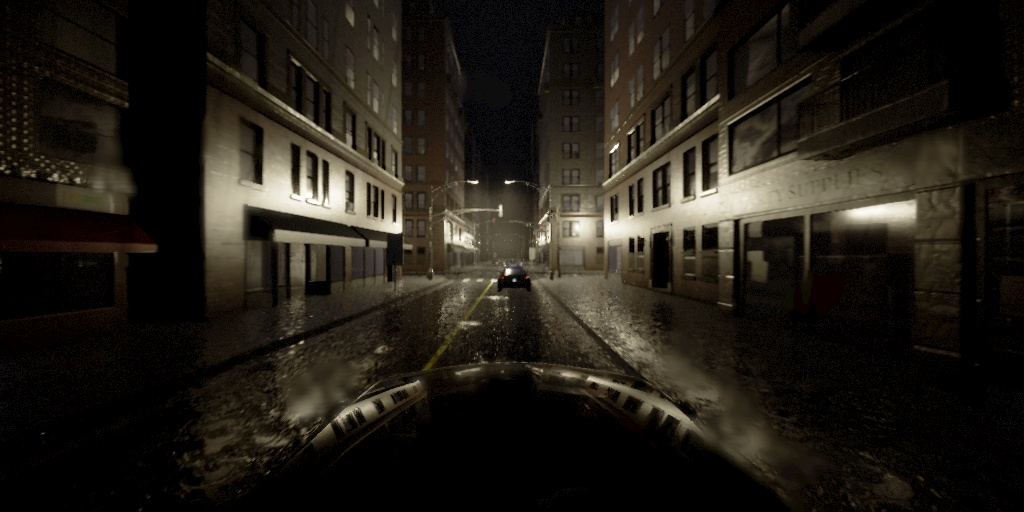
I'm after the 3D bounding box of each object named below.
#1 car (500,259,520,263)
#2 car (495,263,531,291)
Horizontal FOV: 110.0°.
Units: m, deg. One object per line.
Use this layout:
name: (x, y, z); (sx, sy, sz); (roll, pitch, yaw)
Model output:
car: (0.089, 1.107, 39.111); (2.097, 1.767, 4.553); (0, 0, 0)
car: (0.111, 1.318, 21.770); (1.994, 1.385, 4.181); (0, 0, -1)
